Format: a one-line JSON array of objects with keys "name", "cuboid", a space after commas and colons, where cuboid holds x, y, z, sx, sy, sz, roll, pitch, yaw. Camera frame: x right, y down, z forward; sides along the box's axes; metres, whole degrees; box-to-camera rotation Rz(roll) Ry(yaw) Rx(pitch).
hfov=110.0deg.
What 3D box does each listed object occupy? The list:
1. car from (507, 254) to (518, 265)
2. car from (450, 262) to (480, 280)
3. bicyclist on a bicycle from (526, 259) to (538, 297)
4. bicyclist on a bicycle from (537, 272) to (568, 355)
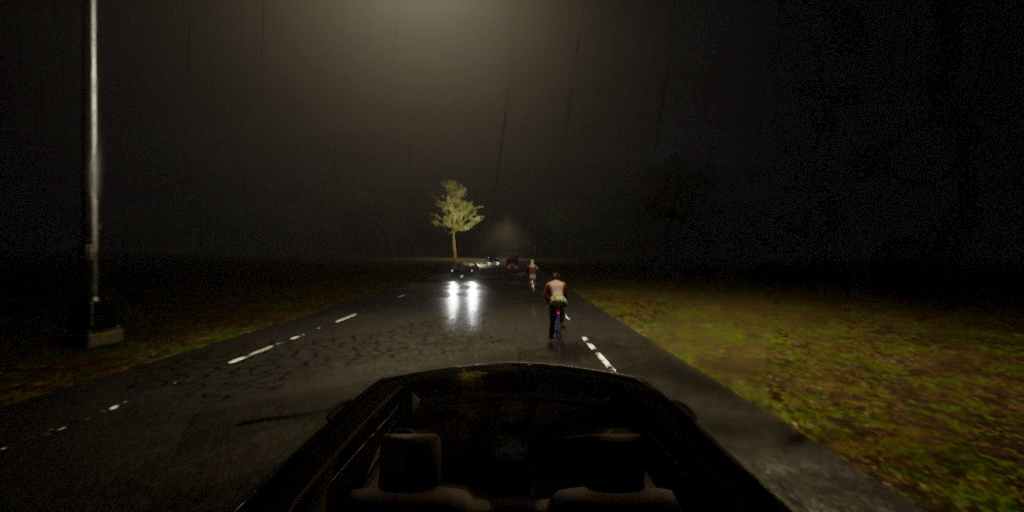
[{"name": "car", "cuboid": [0.074, 0.635, 57.488, 2.128, 1.511, 4.902, 0, 1, 0]}, {"name": "car", "cuboid": [-3.610, 1.131, 28.060, 1.895, 1.301, 4.718, 0, 1, 0]}, {"name": "bicyclist on a bicycle", "cuboid": [0.953, 1.029, 17.117, 0.659, 1.776, 1.843, 0, 1, 0]}, {"name": "bicyclist on a bicycle", "cuboid": [0.957, 1.192, 7.751, 0.582, 1.620, 1.656, 0, 0, 0]}]
